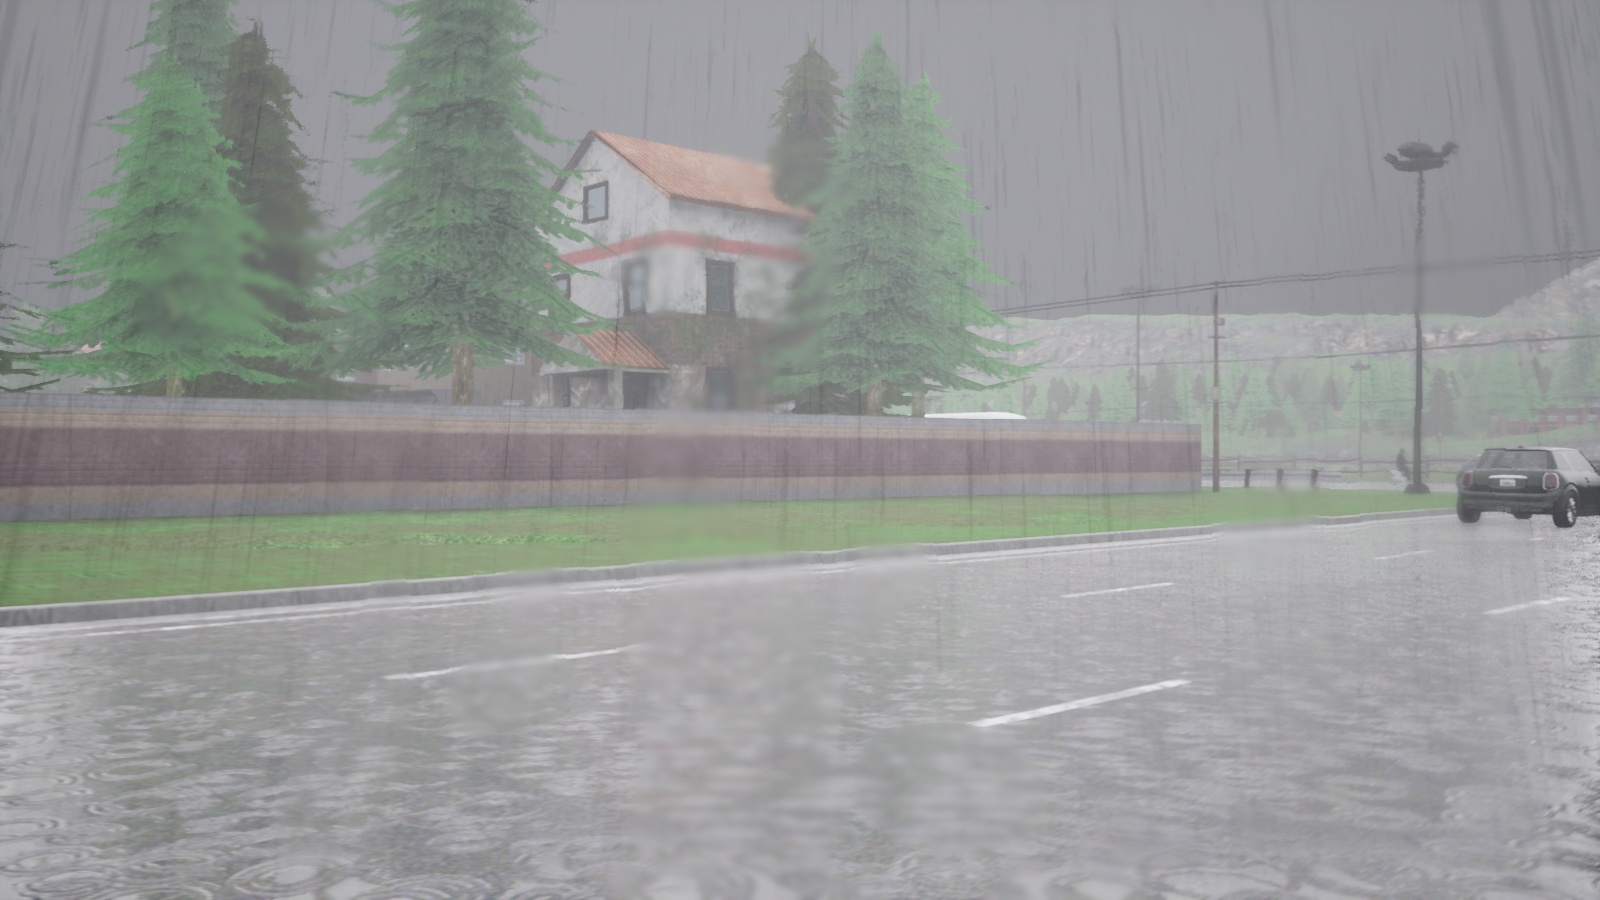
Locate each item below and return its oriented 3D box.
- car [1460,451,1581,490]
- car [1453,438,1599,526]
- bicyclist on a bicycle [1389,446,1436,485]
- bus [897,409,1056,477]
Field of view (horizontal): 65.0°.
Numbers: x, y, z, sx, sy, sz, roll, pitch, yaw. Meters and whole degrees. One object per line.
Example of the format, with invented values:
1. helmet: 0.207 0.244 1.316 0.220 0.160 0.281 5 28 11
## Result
1. car: 28.283 0.791 49.345 3.806 1.475 1.970 0 0 42
2. car: 16.261 0.647 27.369 4.553 1.767 2.097 0 0 -41
3. bicyclist on a bicycle: 28.707 0.725 58.895 0.659 1.776 1.843 0 -1 -42
4. bus: 11.548 -0.401 83.350 3.944 4.253 10.273 0 0 -42
